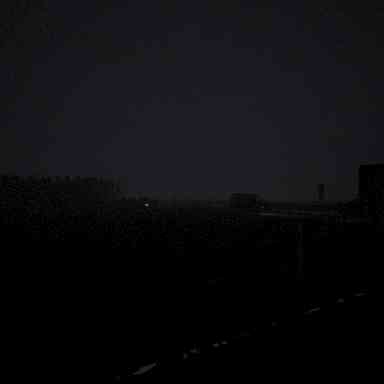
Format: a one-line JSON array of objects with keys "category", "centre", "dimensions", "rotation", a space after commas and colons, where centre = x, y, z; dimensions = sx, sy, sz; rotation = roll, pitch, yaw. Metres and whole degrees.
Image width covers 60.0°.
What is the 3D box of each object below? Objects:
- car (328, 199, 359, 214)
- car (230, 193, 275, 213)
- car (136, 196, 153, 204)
[{"category": "car", "centre": [15.374, 1.422, 31.356], "dimensions": [2.128, 1.511, 4.902], "rotation": [-1, 1, -37]}, {"category": "car", "centre": [6.623, 1.157, 37.268], "dimensions": [2.150, 2.045, 5.566], "rotation": [-1, 1, -35]}, {"category": "car", "centre": [-8.204, 1.440, 58.213], "dimensions": [1.994, 1.385, 4.181], "rotation": [-1, 0, -35]}]
